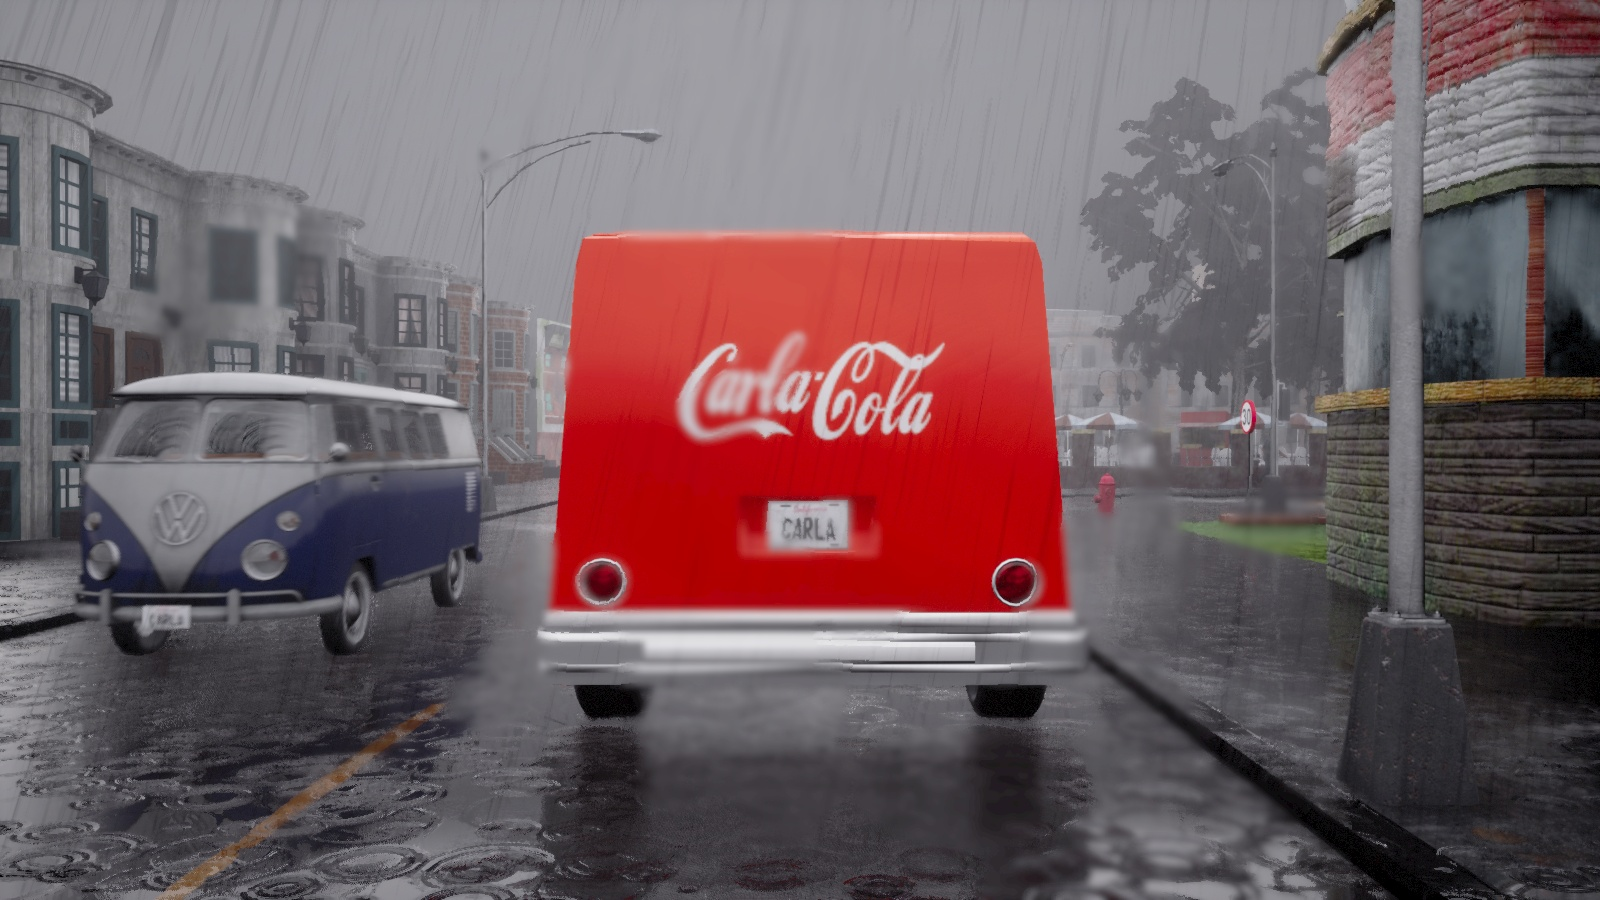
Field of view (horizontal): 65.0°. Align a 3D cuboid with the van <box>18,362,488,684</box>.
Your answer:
[{"bbox_3d":[-3.930,0.440,9.974,1.775,1.987,4.442,0,0,0],"label":"van"}]

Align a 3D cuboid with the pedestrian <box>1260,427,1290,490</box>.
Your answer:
[{"bbox_3d":[14.160,0.256,37.476,0.694,1.848,0.540,0,0,2],"label":"pedestrian"}]

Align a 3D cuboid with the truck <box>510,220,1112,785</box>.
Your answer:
[{"bbox_3d":[0.060,0.214,8.087,2.627,2.467,5.204,0,0,0],"label":"truck"}]
